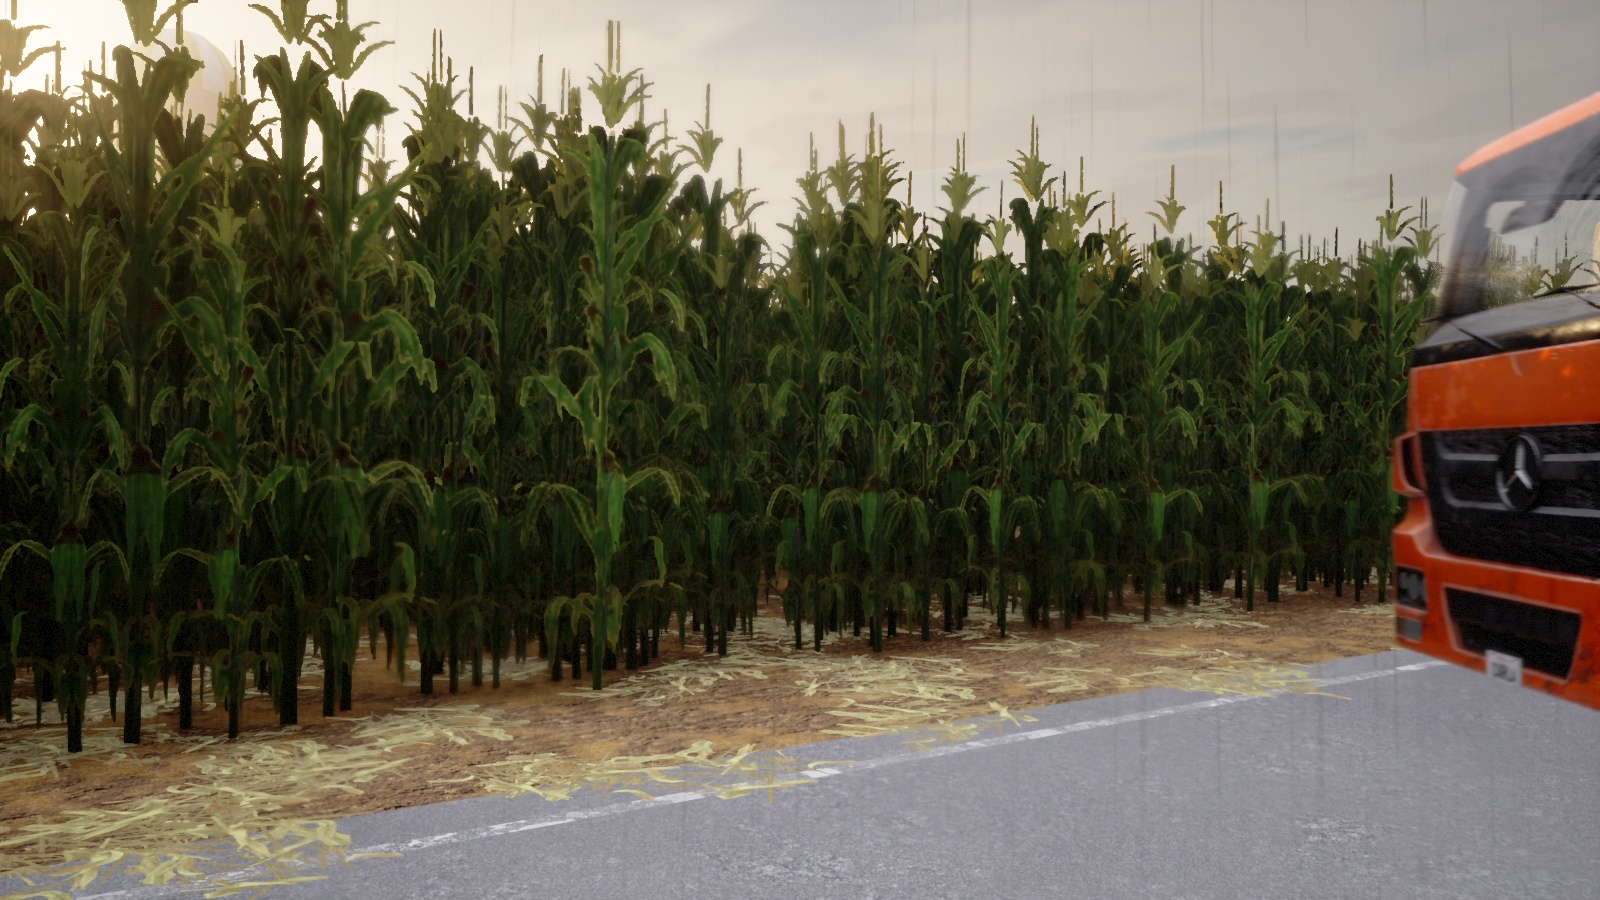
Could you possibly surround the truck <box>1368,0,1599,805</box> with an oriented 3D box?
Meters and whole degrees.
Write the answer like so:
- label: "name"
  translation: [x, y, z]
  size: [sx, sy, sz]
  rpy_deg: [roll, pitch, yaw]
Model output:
- label: "truck"
  translation: [7.353, -0.243, 6.006]
  size: [7.936, 3.462, 2.891]
  rpy_deg: [0, 0, 1]
